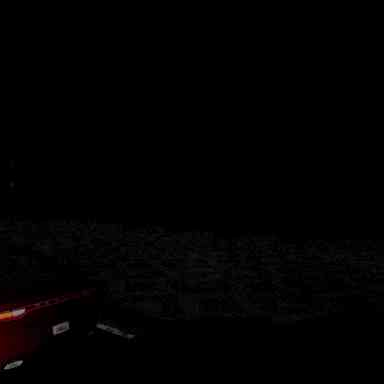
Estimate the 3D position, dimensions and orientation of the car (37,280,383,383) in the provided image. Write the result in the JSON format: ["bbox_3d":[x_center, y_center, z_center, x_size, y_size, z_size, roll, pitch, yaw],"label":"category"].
[{"bbox_3d":[1.163,1.545,2.136,4.507,1.381,1.887,0,0,35],"label":"car"}]

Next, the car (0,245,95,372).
[{"bbox_3d":[-3.432,1.545,5.399,4.507,1.381,1.887,0,0,35],"label":"car"}]
